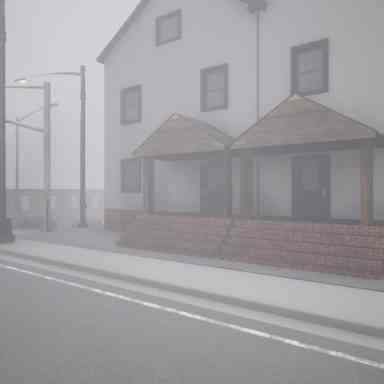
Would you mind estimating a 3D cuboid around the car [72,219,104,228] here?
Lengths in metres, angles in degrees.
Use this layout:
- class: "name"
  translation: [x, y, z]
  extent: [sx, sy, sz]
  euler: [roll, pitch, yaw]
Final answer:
- class: "car"
  translation: [-8.693, 3.206, 30.383]
  extent: [1.812, 1.442, 4.674]
  euler: [0, -9, 36]

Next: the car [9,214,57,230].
- class: "car"
  translation: [-14.050, 2.664, 29.306]
  extent: [1.994, 1.385, 4.181]
  euler: [0, -9, 36]

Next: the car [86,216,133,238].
- class: "car"
  translation: [-8.950, 3.829, 36.396]
  extent: [2.097, 1.767, 4.553]
  euler: [0, -12, 35]
